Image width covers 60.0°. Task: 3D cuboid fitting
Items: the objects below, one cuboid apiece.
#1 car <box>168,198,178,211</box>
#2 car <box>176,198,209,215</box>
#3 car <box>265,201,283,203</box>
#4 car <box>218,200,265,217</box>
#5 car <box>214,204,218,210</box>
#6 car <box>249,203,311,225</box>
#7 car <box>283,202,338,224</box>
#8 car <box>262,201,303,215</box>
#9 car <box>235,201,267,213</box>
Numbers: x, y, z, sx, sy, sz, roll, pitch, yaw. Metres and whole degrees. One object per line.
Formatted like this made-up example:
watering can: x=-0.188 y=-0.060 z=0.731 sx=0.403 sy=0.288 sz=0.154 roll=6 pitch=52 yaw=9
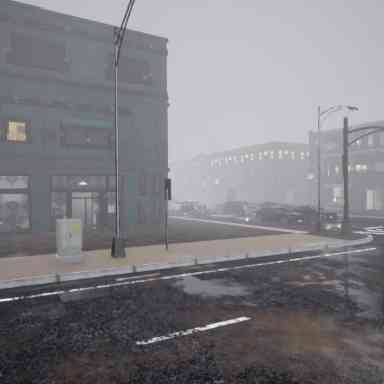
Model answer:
car: x=-1.372 y=1.995 z=46.963 sx=1.812 sy=1.442 sz=4.674 roll=-1 pitch=0 yaw=-30
car: x=0.238 y=1.847 z=38.759 sx=1.967 sy=1.590 sz=4.097 roll=-1 pitch=0 yaw=-29
car: x=8.250 y=1.756 z=36.270 sx=1.882 sy=1.535 sz=5.008 roll=-1 pitch=0 yaw=-29
car: x=5.152 y=1.671 z=35.326 sx=2.097 sy=1.767 sz=4.553 roll=-1 pitch=0 yaw=-29
car: x=4.831 y=1.966 z=47.693 sx=1.802 sy=1.307 sz=4.206 roll=-1 pitch=0 yaw=-29
car: x=6.938 y=1.814 z=26.605 sx=1.947 sy=1.339 sz=4.313 roll=-1 pitch=0 yaw=-29
car: x=9.706 y=1.776 z=27.233 sx=1.994 sy=1.385 sz=4.181 roll=-1 pitch=0 yaw=-29
car: x=10.257 y=1.810 z=38.045 sx=2.008 sy=1.369 sz=4.403 roll=-1 pitch=0 yaw=-29
car: x=7.544 y=1.904 z=42.869 sx=1.802 sy=1.307 sz=4.206 roll=-1 pitch=0 yaw=-29
